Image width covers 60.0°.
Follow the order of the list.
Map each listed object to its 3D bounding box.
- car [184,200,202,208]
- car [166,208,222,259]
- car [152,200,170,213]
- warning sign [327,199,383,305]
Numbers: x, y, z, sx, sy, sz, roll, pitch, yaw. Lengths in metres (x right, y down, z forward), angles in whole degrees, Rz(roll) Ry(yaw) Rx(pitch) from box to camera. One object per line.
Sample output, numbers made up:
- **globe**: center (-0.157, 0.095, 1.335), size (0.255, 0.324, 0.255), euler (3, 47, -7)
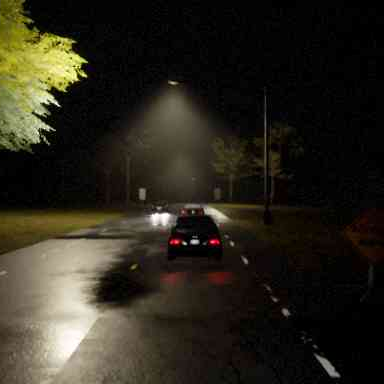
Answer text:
- **car**: center (0.092, 1.622, 28.084), size (2.033, 1.411, 5.357), euler (0, 0, 0)
- **car**: center (0.089, 1.558, 12.527), size (2.033, 1.411, 5.357), euler (0, 0, 0)
- **car**: center (-3.590, 1.642, 39.068), size (2.128, 1.511, 4.902), euler (0, -1, 0)
- **warning sign**: center (3.578, 1.117, 6.592), size (1.300, 1.860, 1.060), euler (2, 2, 0)
